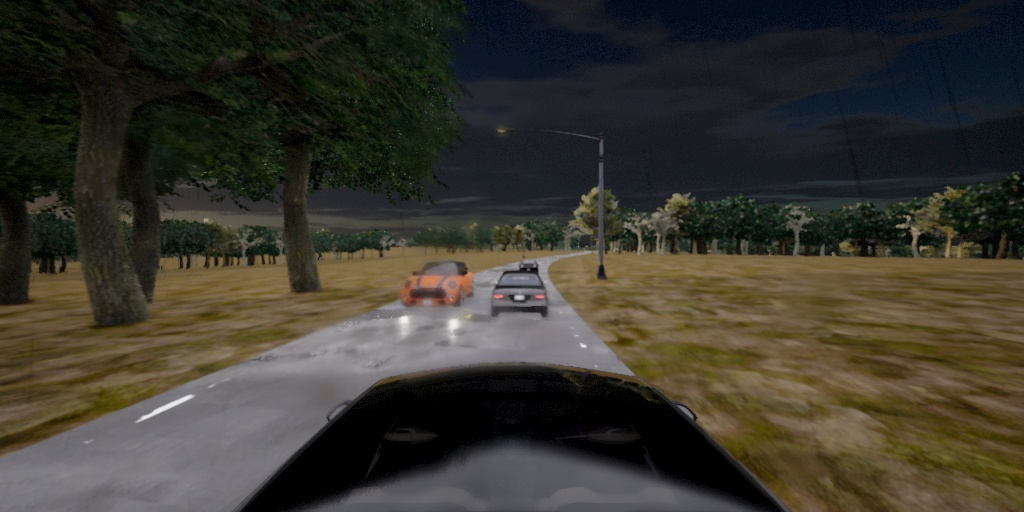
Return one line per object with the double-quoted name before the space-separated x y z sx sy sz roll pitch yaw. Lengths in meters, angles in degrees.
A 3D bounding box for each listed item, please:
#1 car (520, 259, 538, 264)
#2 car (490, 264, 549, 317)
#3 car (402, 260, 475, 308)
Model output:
"car" 1.815 1.001 37.187 1.895 1.301 4.718 0 1 5
"car" 0.296 1.198 12.645 2.033 1.411 5.357 0 1 2
"car" -2.802 0.978 14.518 2.097 1.767 4.553 0 1 2
